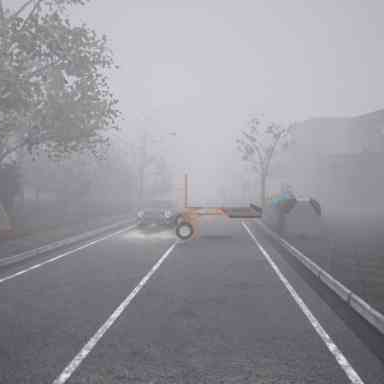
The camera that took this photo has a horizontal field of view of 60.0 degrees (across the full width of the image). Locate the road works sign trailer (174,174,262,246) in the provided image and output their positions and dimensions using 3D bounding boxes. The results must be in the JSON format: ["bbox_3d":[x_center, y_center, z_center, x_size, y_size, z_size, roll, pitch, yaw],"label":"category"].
[{"bbox_3d":[1.030,0.661,14.522,3.560,2.880,2.380,0,5,-5],"label":"road works sign trailer"}]

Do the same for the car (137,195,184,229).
[{"bbox_3d":[-1.996,1.252,20.829,2.097,1.767,4.553,0,0,5],"label":"car"}]

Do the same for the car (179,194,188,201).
[{"bbox_3d":[-2.138,1.242,73.038,1.837,1.490,4.892,-1,0,-10],"label":"car"}]

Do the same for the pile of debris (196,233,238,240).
[{"bbox_3d":[1.161,2.107,15.818,1.860,0.140,1.500,0,0,3],"label":"pile of debris"}]
